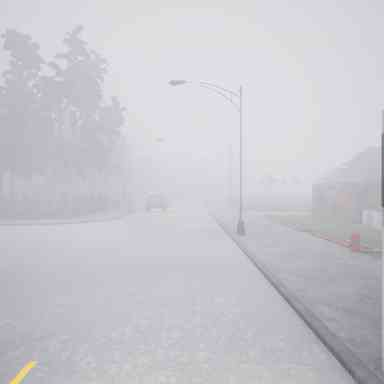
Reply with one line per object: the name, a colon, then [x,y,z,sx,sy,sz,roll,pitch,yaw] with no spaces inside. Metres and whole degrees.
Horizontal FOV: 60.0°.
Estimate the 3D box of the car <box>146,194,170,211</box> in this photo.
car: [-4.248,1.221,40.369,2.150,2.045,5.566,0,0,0]
